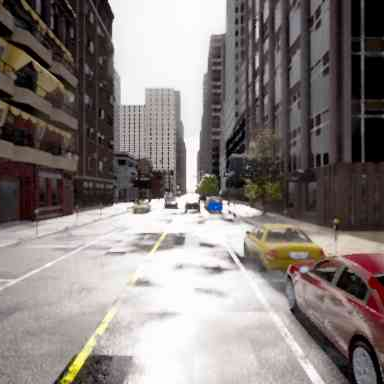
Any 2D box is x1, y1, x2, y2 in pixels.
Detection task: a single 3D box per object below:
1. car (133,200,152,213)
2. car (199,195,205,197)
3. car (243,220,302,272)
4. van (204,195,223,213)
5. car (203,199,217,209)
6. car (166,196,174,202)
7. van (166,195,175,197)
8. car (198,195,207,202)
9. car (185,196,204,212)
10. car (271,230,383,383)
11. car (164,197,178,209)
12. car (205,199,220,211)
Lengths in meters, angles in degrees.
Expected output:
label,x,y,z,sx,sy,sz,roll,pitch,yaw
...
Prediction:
label,x,y,z,sx,sy,sz,roll,pitch,yaw
car,-5.711,1.673,38.676,1.752,1.417,4.829,0,0,0
car,2.644,1.691,82.566,2.192,1.841,5.009,0,0,0
car,2.684,1.563,10.701,1.752,1.417,4.829,0,0,0
van,2.669,1.489,38.851,1.690,1.788,3.998,0,0,0
car,2.663,1.780,50.177,1.802,1.307,4.206,0,0,0
car,-5.738,1.849,88.082,1.967,1.590,4.097,0,0,0
van,-5.736,1.717,82.559,1.690,1.788,3.998,0,0,0
car,2.641,1.724,88.090,2.192,1.841,5.009,0,0,0
car,0.078,1.647,40.965,2.128,1.511,4.902,0,0,0
car,2.687,1.561,4.869,1.887,1.381,4.507,0,0,0
car,-3.031,1.757,48.930,1.994,1.385,4.181,0,0,0
car,2.665,1.698,44.685,1.752,1.417,4.829,0,0,0
